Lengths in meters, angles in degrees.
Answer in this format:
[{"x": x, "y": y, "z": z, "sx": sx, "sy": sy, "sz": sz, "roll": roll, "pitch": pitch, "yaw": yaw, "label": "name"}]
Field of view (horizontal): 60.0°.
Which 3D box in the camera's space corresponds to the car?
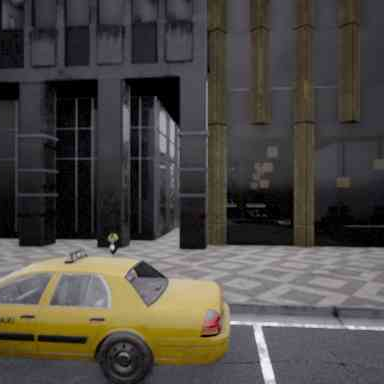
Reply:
[{"x": -1.897, "y": 1.519, "z": 4.724, "sx": 4.829, "sy": 1.417, "sz": 1.752, "roll": 0, "pitch": 0, "yaw": 6, "label": "car"}]
